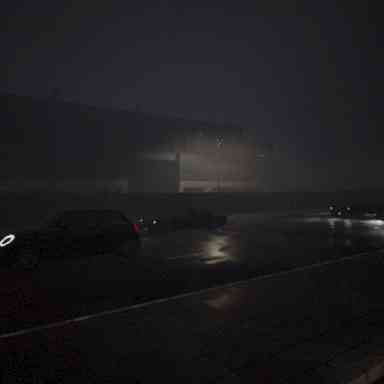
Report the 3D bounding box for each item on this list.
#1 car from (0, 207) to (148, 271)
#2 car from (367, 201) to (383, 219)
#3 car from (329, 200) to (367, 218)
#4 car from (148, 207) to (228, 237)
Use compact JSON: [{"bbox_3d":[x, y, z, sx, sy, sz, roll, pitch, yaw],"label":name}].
[{"bbox_3d":[-4.045,1.325,10.926,4.553,1.767,2.097,-1,0,-35],"label":"car"},{"bbox_3d":[15.250,1.334,24.606,4.181,1.385,1.994,0,0,-35],"label":"car"},{"bbox_3d":[13.516,1.366,27.663,4.718,1.301,1.895,-1,0,-35],"label":"car"},{"bbox_3d":[-0.451,1.514,17.768,4.718,1.301,1.895,-1,0,-35],"label":"car"}]
